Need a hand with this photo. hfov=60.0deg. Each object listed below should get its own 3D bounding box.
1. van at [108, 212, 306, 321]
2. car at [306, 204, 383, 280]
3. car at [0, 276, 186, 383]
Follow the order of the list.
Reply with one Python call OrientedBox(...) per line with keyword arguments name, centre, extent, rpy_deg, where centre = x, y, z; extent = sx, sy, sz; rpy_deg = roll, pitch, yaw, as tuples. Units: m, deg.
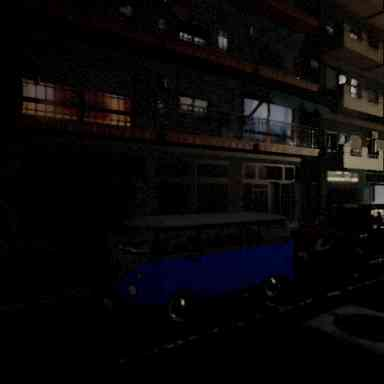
OrientedBox(name="van", centre=(0.305, 1.334, 6.778), extent=(3.998, 1.788, 1.690), rpy_deg=(0, 0, -36))
OrientedBox(name="car", centre=(4.911, 1.304, 10.066), extent=(5.009, 1.841, 2.192), rpy_deg=(0, 0, -36))
OrientedBox(name="car", centre=(-2.808, 1.550, 1.375), extent=(5.357, 1.411, 2.033), rpy_deg=(0, 0, -36))
